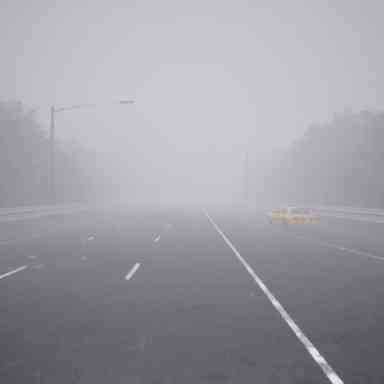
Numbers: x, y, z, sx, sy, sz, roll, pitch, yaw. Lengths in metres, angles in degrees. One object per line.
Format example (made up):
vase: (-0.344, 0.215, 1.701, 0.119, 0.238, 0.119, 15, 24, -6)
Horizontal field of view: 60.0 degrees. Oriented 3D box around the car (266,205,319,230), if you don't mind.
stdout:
car: (6.843, 1.702, 23.380, 1.801, 1.575, 5.366, 1, -1, -9)
